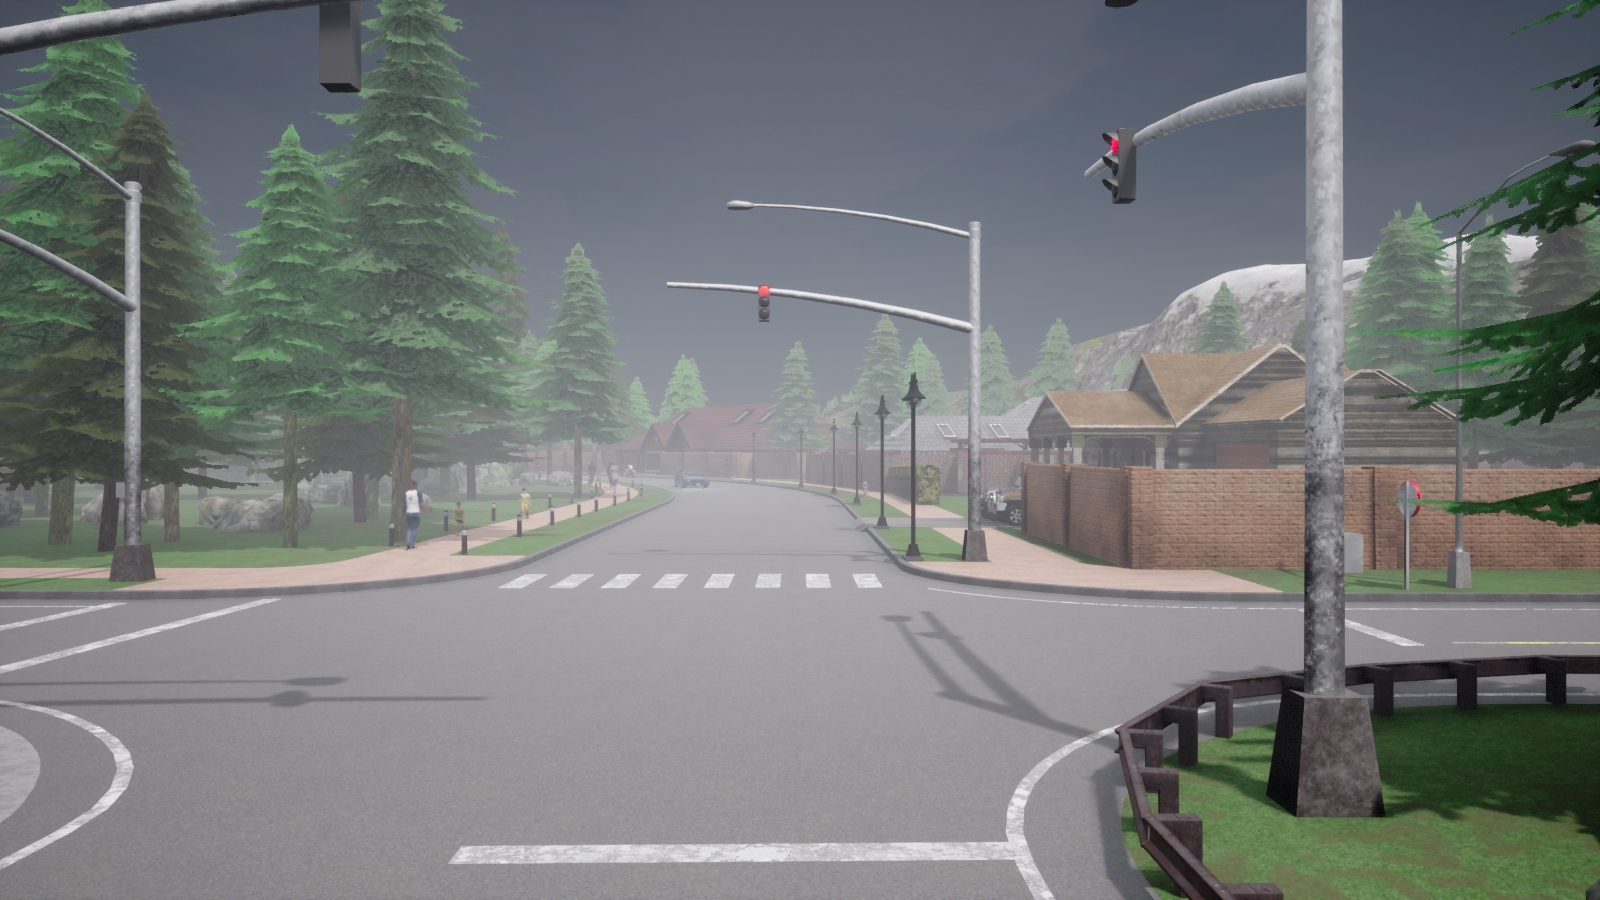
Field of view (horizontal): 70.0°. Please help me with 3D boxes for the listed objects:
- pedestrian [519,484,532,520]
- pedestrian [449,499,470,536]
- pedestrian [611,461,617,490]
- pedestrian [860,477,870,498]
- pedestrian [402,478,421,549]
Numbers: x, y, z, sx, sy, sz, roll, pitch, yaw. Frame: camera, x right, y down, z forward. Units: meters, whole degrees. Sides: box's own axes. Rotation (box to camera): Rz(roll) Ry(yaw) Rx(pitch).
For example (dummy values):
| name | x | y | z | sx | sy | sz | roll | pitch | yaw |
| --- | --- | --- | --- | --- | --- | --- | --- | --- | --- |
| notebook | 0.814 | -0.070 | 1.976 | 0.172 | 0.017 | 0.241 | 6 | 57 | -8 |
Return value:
| name | x | y | z | sx | sy | sz | roll | pitch | yaw |
| --- | --- | --- | --- | --- | --- | --- | --- | --- | --- |
| pedestrian | -10.271 | 1.943 | 42.773 | 0.375 | 1.300 | 0.375 | 0 | 0 | -1 |
| pedestrian | -10.294 | 2.042 | 34.545 | 0.500 | 1.100 | 0.500 | 0 | 0 | -2 |
| pedestrian | -12.023 | 1.664 | 74.033 | 0.375 | 1.860 | 0.375 | 0 | 0 | -9 |
| pedestrian | 3.568 | 2.046 | 62.461 | 0.500 | 1.100 | 0.500 | 0 | 0 | -2 |
| pedestrian | -10.206 | 1.664 | 30.018 | 0.375 | 1.860 | 0.375 | 0 | 0 | 0 |
